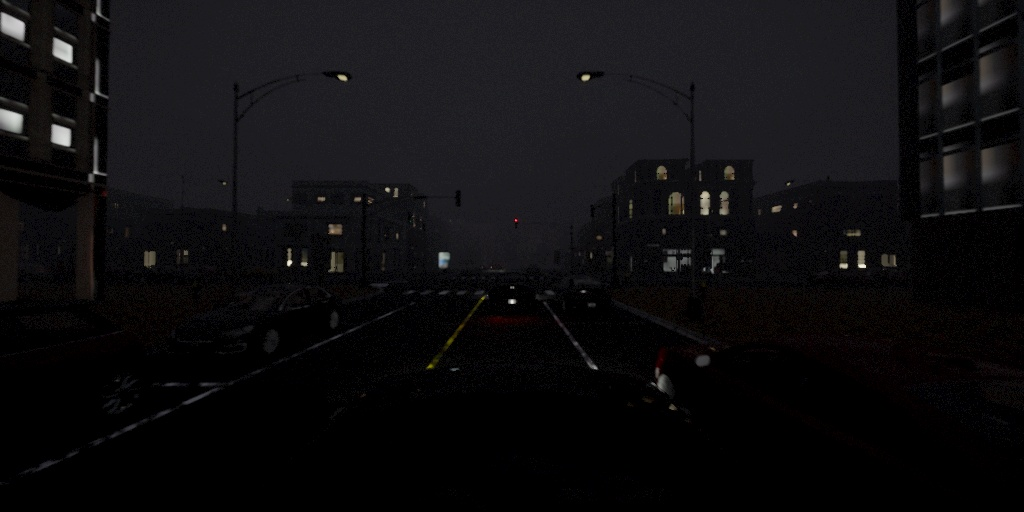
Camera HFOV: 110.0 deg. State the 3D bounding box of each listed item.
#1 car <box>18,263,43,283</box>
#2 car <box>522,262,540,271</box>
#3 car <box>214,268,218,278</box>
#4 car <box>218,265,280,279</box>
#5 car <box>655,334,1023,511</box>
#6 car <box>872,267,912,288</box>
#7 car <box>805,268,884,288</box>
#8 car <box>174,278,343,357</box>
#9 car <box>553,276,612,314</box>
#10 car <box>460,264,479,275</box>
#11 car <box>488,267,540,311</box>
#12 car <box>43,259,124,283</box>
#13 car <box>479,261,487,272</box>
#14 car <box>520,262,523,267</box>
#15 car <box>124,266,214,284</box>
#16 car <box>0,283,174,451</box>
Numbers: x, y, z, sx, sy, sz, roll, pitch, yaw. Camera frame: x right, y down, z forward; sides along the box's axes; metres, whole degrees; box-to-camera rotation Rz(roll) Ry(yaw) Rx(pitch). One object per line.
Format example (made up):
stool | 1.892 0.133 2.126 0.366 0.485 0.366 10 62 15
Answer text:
car | -36.482 1.390 26.854 4.403 1.370 2.007 0 0 1
car | 2.701 1.784 46.658 1.948 1.339 4.313 0 0 0
car | -30.812 1.575 35.146 4.207 1.307 1.802 0 0 1
car | -25.446 1.541 35.061 4.829 1.417 1.751 0 0 1
car | 2.691 1.307 2.886 1.888 1.381 4.507 0 0 0
car | 29.183 1.566 25.824 4.097 1.591 1.967 0 0 1
car | 23.648 1.681 25.876 4.207 1.307 1.802 0 0 1
car | -5.688 1.372 8.597 2.007 1.370 4.403 0 0 0
car | 2.694 1.431 14.270 2.007 1.370 4.403 0 0 0
car | -5.679 1.801 46.673 1.802 1.307 4.207 0 0 0
car | 0.026 1.399 15.349 1.837 1.490 4.892 0 0 1
car | -30.946 1.176 26.767 5.009 1.841 2.192 0 0 1
car | -5.677 1.885 57.716 2.007 1.370 4.403 0 0 0
car | 2.704 1.916 57.700 1.802 1.307 4.207 0 0 0
car | -25.409 1.434 26.680 4.403 1.370 2.007 0 0 1
car | -5.689 1.203 2.905 1.967 1.591 4.097 0 0 0
